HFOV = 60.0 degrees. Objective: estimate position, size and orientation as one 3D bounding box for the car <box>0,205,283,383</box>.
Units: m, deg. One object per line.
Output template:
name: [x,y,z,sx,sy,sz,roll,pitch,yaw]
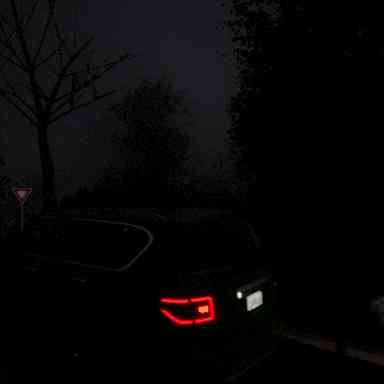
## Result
car: [-1.408,1.228,5.186,5.566,2.045,2.150,0,0,40]
